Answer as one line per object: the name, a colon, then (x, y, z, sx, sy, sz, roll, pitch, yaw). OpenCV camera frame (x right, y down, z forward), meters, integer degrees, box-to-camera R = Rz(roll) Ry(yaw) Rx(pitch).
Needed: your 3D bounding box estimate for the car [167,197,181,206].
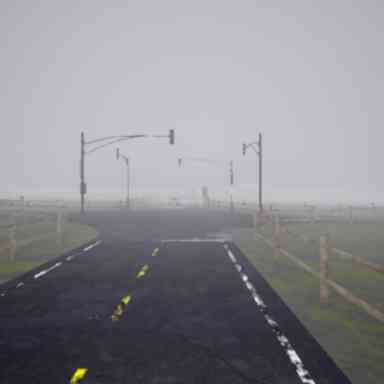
car: (-2.728, 1.500, 52.099, 1.812, 1.442, 4.674, 0, 1, 0)
